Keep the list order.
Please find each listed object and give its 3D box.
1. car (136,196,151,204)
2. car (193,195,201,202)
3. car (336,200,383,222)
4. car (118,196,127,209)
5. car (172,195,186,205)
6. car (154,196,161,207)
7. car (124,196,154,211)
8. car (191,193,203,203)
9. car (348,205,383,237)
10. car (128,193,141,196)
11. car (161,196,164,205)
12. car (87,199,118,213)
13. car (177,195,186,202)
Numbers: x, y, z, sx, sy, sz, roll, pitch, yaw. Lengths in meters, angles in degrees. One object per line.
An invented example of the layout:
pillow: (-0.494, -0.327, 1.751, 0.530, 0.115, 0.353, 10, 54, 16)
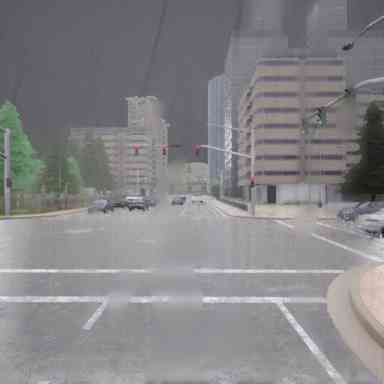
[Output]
car: (-9.510, 1.491, 65.704, 2.128, 1.511, 4.902, 0, 0, 1)
car: (1.133, 1.521, 76.618, 1.812, 1.442, 4.674, 0, 0, 1)
car: (12.948, 1.352, 24.084, 4.553, 1.767, 2.097, 0, 0, 1)
car: (-9.772, 1.601, 45.513, 1.895, 1.301, 4.718, 0, 0, 1)
car: (-2.444, 1.564, 58.533, 1.994, 1.385, 4.181, 0, 0, 1)
car: (-6.230, 1.564, 49.497, 1.994, 1.385, 4.181, 0, 0, 0)
car: (-6.325, 1.547, 40.291, 2.033, 1.411, 5.357, 0, 0, 1)
car: (1.038, 1.221, 66.933, 2.150, 2.045, 5.566, 0, 0, 1)
car: (10.821, 1.525, 16.903, 4.674, 1.442, 1.812, 0, 0, 1)
car: (-9.659, 1.221, 55.472, 2.150, 2.045, 5.566, 0, 0, 1)
car: (-6.104, 1.477, 59.955, 1.882, 1.535, 5.008, 0, 0, 0)
car: (-9.846, 1.526, 36.413, 1.812, 1.442, 4.674, 0, 0, 1)
car: (-2.360, 1.478, 77.306, 1.882, 1.535, 5.008, 0, 0, 1)
